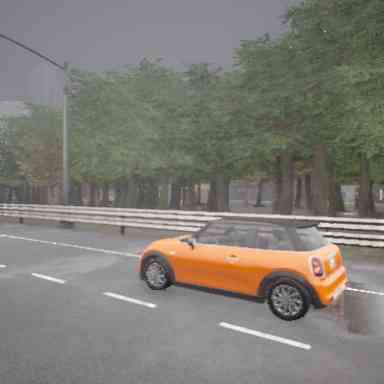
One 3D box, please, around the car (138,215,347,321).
[{"bbox_3d":[0.915,1.353,7.515,4.553,1.767,2.097,0,0,36],"label":"car"}]
